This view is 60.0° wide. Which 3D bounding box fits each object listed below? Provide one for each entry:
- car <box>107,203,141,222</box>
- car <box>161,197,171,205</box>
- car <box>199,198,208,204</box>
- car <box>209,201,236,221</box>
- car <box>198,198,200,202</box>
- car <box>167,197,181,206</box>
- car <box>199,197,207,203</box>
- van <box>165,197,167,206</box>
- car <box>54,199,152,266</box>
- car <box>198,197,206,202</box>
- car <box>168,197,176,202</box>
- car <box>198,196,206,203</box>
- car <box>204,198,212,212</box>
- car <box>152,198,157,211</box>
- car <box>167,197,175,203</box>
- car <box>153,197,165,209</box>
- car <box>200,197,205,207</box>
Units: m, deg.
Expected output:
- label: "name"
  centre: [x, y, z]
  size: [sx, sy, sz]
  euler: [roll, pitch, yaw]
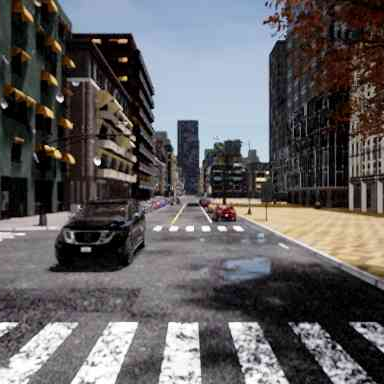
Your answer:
- label: "car"
  centre: [-5.670, 1.704, 28.246]
  size: [2.008, 1.369, 4.403]
  euler: [0, 0, 0]
- label: "car"
  centre: [-5.641, 1.868, 72.508]
  size: [1.967, 1.590, 4.097]
  euler: [0, 0, 0]
- label: "car"
  centre: [2.743, 2.010, 78.034]
  size: [1.887, 1.381, 4.507]
  euler: [0, 0, 0]
- label: "car"
  centre: [2.710, 1.698, 28.240]
  size: [1.887, 1.381, 4.507]
  euler: [0, 0, 0]
- label: "car"
  centre: [2.736, 1.919, 67.139]
  size: [1.752, 1.417, 4.829]
  euler: [0, 0, 0]
- label: "car"
  centre: [-2.959, 1.740, 60.766]
  size: [1.837, 1.490, 4.892]
  euler: [0, 0, 0]
- label: "car"
  centre: [2.747, 2.054, 83.566]
  size: [2.008, 1.369, 4.403]
  euler: [0, 0, 0]
- label: "van"
  centre: [-5.652, 1.663, 55.911]
  size: [1.690, 1.788, 3.998]
  euler: [0, 0, 0]
- label: "car"
  centre: [-2.992, 1.293, 12.168]
  size: [2.150, 2.045, 5.566]
  euler: [0, 0, 0]
- label: "car"
  centre: [2.754, 2.132, 94.630]
  size: [2.008, 1.369, 4.403]
  euler: [0, 0, 0]
- label: "car"
  centre: [-5.627, 2.132, 94.637]
  size: [2.008, 1.369, 4.403]
  euler: [0, 0, 0]
- label: "car"
  centre: [2.750, 1.982, 89.098]
  size: [1.967, 1.590, 4.097]
  euler: [0, 0, 0]
- label: "car"
  centre: [2.717, 1.745, 39.476]
  size: [1.752, 1.417, 4.829]
  euler: [0, 0, 0]
- label: "car"
  centre: [-5.663, 1.769, 39.312]
  size: [2.008, 1.369, 4.403]
  euler: [0, 0, 0]
- label: "car"
  centre: [-5.630, 2.093, 89.104]
  size: [2.008, 1.369, 4.403]
  euler: [0, 0, 0]
- label: "car"
  centre: [-5.655, 1.727, 50.377]
  size: [1.967, 1.590, 4.097]
  euler: [0, 0, 0]
- label: "car"
  centre: [2.728, 1.904, 55.902]
  size: [1.802, 1.307, 4.206]
  euler: [0, 0, 0]
